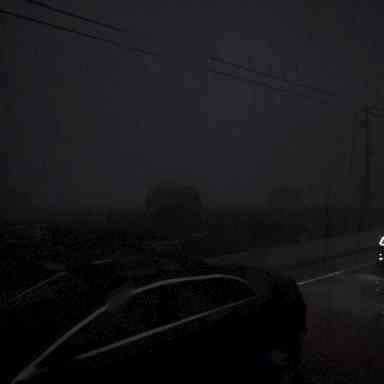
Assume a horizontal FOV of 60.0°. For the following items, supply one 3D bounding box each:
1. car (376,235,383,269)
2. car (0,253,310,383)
[{"bbox_3d":[7.141,1.268,9.388,4.553,1.767,2.097,-1,0,-37],"label":"car"},{"bbox_3d":[-0.804,1.498,3.407,4.902,1.511,2.128,-1,0,-37],"label":"car"}]
